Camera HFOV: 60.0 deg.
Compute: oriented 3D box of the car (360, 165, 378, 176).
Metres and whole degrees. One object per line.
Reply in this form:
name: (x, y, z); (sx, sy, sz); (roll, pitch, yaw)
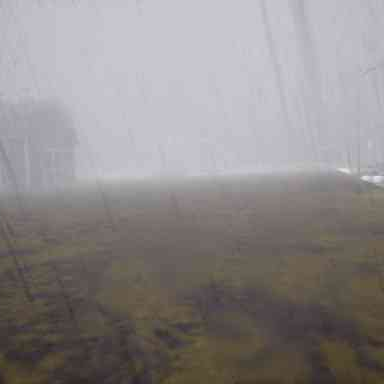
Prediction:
car: (22.930, -2.851, 43.447); (1.895, 1.301, 4.718); (0, 5, 21)
